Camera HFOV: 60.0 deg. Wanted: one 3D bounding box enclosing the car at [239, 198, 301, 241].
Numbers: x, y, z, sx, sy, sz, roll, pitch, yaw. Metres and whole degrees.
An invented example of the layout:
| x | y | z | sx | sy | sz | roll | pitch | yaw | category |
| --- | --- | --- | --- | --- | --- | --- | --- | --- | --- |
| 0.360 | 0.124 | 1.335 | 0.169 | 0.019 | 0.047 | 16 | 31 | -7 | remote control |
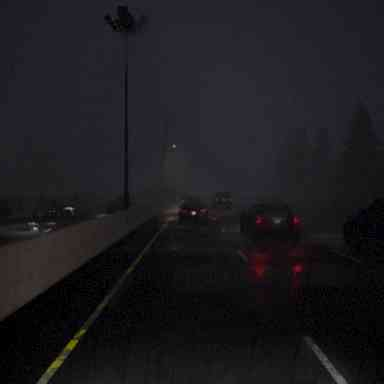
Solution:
| x | y | z | sx | sy | sz | roll | pitch | yaw | category |
| --- | --- | --- | --- | --- | --- | --- | --- | --- | --- |
| 3.601 | 1.264 | 16.132 | 2.097 | 1.767 | 4.553 | 0 | 0 | 0 | car |

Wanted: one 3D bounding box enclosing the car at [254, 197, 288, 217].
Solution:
| x | y | z | sx | sy | sz | roll | pitch | yaw | category |
| --- | --- | --- | --- | --- | --- | --- | --- | --- | --- |
| 7.102 | 1.312 | 30.410 | 1.882 | 1.535 | 5.008 | 0 | 0 | 0 | car |

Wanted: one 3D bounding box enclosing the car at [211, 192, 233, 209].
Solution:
| x | y | z | sx | sy | sz | roll | pitch | yaw | category |
| --- | --- | --- | --- | --- | --- | --- | --- | --- | --- |
| 3.602 | 1.002 | 40.193 | 2.150 | 2.045 | 5.566 | 0 | 0 | 0 | car |

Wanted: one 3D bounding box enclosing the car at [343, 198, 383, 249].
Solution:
| x | y | z | sx | sy | sz | roll | pitch | yaw | category |
| --- | --- | --- | --- | --- | --- | --- | --- | --- | --- |
| 7.102 | 1.161 | 10.942 | 2.150 | 2.045 | 5.566 | 0 | 0 | 0 | car |

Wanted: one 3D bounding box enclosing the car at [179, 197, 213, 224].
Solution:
| x | y | z | sx | sy | sz | roll | pitch | yaw | category |
| --- | --- | --- | --- | --- | --- | --- | --- | --- | --- |
| 0.101 | 1.375 | 23.635 | 2.163 | 1.488 | 4.792 | 0 | 0 | 0 | car |
